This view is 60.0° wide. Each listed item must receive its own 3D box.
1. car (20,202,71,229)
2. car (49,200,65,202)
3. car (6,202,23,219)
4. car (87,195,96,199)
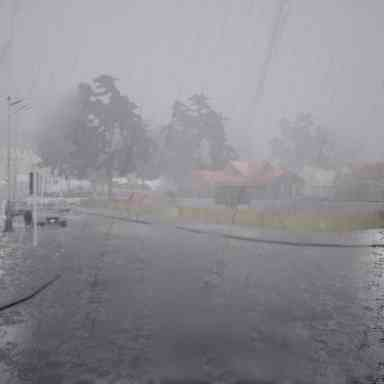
[{"bbox_3d":[-9.530,1.558,21.578,1.994,1.385,4.181,0,0,-35],"label":"car"},{"bbox_3d":[-14.552,1.537,35.831,2.033,1.411,5.357,0,0,-34],"label":"car"},{"bbox_3d":[-15.291,1.558,29.677,1.994,1.385,4.181,0,0,-35],"label":"car"},{"bbox_3d":[-23.014,1.271,74.750,1.994,1.381,4.181,0,0,-36],"label":"car"}]
